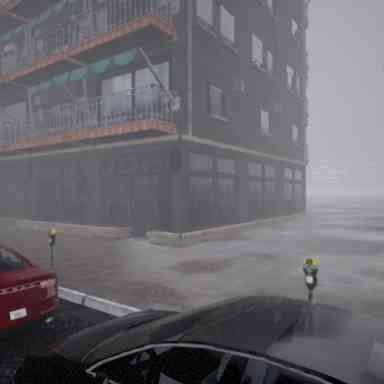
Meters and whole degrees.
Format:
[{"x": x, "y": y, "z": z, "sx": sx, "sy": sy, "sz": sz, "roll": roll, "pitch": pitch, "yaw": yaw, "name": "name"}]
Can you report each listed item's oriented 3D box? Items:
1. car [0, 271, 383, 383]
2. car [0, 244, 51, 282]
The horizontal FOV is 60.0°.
[{"x": 0.383, "y": 1.566, "z": 2.602, "sx": 4.313, "sy": 1.339, "sz": 1.947, "roll": 0, "pitch": 0, "yaw": 36, "name": "car"}, {"x": -4.205, "y": 1.544, "z": 5.876, "sx": 4.507, "sy": 1.381, "sz": 1.887, "roll": 0, "pitch": 0, "yaw": 36, "name": "car"}]
